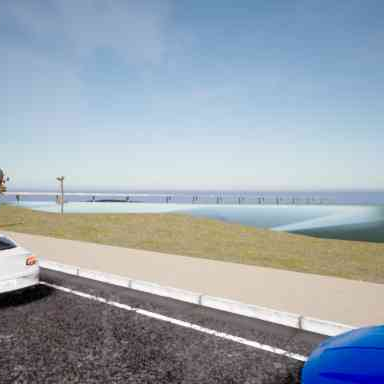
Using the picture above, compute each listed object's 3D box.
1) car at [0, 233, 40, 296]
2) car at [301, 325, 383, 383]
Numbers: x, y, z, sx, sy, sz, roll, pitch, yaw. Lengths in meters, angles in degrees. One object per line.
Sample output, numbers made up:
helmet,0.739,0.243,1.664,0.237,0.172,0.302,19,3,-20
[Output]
car,-5.262,1.526,7.458,4.674,1.442,1.812,0,0,35
car,3.053,1.478,1.503,5.008,1.535,1.882,0,0,36
